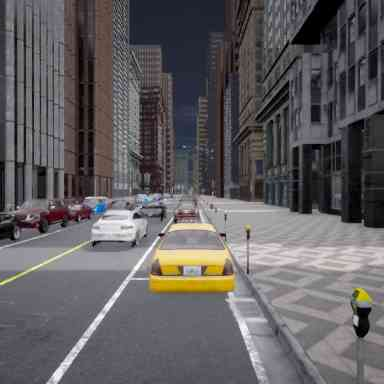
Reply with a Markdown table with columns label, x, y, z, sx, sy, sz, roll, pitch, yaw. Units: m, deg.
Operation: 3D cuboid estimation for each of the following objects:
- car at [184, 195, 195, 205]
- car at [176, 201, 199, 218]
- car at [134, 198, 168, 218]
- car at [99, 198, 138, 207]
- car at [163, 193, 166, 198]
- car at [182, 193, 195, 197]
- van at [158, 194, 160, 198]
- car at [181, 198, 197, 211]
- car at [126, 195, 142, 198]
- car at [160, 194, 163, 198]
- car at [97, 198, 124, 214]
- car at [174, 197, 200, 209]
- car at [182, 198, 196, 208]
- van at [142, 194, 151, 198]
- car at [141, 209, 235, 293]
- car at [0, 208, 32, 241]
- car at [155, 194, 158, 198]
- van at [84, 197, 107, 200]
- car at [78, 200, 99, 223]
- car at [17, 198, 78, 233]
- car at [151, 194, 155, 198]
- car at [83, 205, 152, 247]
| label | x | y | z | sx | sy | sz | roll | pitch | yaw |
| --- | --- | --- | --- | --- | --- | --- | --- | --- | --- |
| car | -0.386 | 1.439 | 59.171 | 1.967 | 1.590 | 4.097 | 0 | 0 | 0 |
| car | -0.385 | 1.565 | 30.990 | 1.947 | 1.339 | 4.313 | 0 | 0 | 0 |
| car | -3.062 | 1.492 | 27.006 | 2.128 | 1.511 | 4.902 | 0 | 0 | 0 |
| car | -6.242 | 1.504 | 28.691 | 1.837 | 1.490 | 4.892 | 0 | 0 | 0 |
| car | -8.912 | 1.324 | 87.347 | 2.192 | 1.841 | 5.009 | 0 | 0 | 0 |
| car | -0.386 | 1.314 | 36.627 | 2.192 | 1.841 | 5.009 | 0 | 0 | 0 |
| van | -8.912 | 1.345 | 76.073 | 1.690 | 1.788 | 3.998 | 0 | 0 | 0 |
| car | -0.385 | 1.543 | 42.263 | 1.887 | 1.381 | 4.507 | 0 | 0 | 0 |
| car | -8.911 | 1.439 | 47.891 | 1.967 | 1.590 | 4.097 | 0 | 0 | 0 |
| car | -8.911 | 1.446 | 81.710 | 1.967 | 1.590 | 4.097 | 0 | 0 | 0 |
| car | -8.911 | 1.439 | 36.617 | 1.967 | 1.590 | 4.097 | 0 | 0 | 0 |
| car | -0.386 | 1.439 | 25.353 | 1.967 | 1.590 | 4.097 | 0 | 0 | 0 |
| car | -0.385 | 1.565 | 47.899 | 1.947 | 1.339 | 4.313 | 0 | 0 | 0 |
| van | -8.911 | 1.340 | 59.164 | 1.690 | 1.788 | 3.998 | 0 | 0 | 0 |
| car | 0.005 | 1.456 | 8.840 | 1.801 | 1.575 | 5.366 | 0 | 0 | 0 |
| car | -8.910 | 1.565 | 14.070 | 1.947 | 1.339 | 4.313 | 0 | 0 | 0 |
| car | -8.911 | 1.552 | 70.437 | 2.008 | 1.369 | 4.403 | 0 | 0 | 0 |
| van | -8.911 | 1.340 | 30.980 | 1.690 | 1.788 | 3.998 | 0 | 0 | 0 |
| car | -8.910 | 1.544 | 25.344 | 1.887 | 1.381 | 4.507 | 0 | 0 | 0 |
| car | -8.911 | 1.314 | 19.706 | 2.192 | 1.841 | 5.009 | 0 | 0 | 0 |
| car | -8.911 | 1.525 | 64.631 | 1.752 | 1.417 | 4.829 | 0 | 0 | 0 |
| car | -3.142 | 1.525 | 14.968 | 1.812 | 1.442 | 4.674 | 0 | 0 | 0 |
